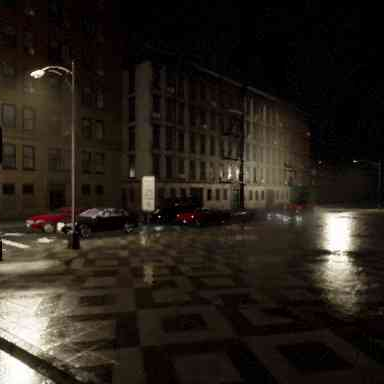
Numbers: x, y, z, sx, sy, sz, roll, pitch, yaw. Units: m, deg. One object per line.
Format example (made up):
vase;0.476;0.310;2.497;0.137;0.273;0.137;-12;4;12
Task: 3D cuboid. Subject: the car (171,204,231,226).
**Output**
car;0.921;1.860;25.832;1.895;1.301;4.718;0;-1;42

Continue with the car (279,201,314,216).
car;12.502;1.792;38.870;2.097;1.767;4.553;0;0;42

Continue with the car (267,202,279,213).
car;11.688;2.011;42.830;2.033;1.411;5.357;0;-1;42

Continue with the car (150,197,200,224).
car;-1.504;1.476;27.992;2.150;2.045;5.566;0;0;42

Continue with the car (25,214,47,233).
car;-7.859;1.682;20.825;1.812;1.442;4.674;0;-1;42

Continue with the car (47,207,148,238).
car;-5.199;1.654;18.904;2.128;1.511;4.902;0;-1;41
